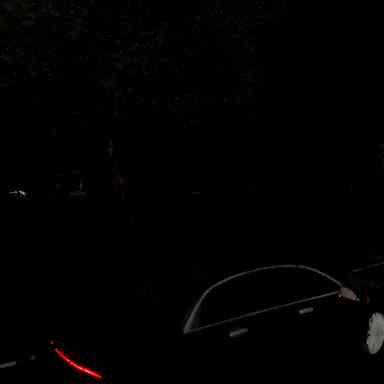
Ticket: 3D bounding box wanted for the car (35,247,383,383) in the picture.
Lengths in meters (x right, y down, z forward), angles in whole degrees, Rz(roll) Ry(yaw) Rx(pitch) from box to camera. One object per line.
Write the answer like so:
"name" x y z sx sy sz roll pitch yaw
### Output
"car" 0.699 1.489 4.268 4.892 1.490 1.837 -1 1 -35
